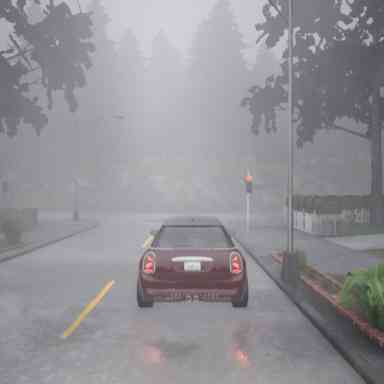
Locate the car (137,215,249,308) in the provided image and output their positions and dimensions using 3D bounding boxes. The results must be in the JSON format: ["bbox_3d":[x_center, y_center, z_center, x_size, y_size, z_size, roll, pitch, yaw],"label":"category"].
[{"bbox_3d":[0.021,1.346,8.082,2.097,1.767,4.553,0,0,0],"label":"car"}]
